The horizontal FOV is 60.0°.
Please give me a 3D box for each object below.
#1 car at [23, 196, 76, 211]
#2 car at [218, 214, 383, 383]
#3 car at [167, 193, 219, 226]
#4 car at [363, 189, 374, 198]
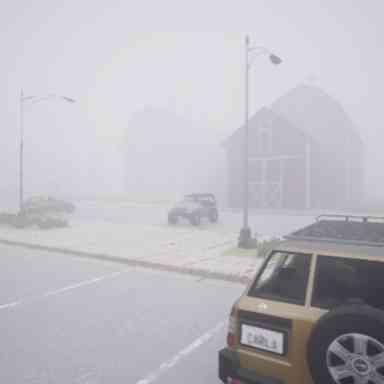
[{"bbox_3d":[-11.678,1.051,27.451,1.816,1.474,4.193,1,1,31],"label":"car"},{"bbox_3d":[2.117,1.268,4.407,1.932,1.855,4.605,1,1,31],"label":"car"},{"bbox_3d":[0.183,1.036,21.012,1.905,1.878,3.866,1,1,31],"label":"car"},{"bbox_3d":[37.541,0.459,71.907,3.866,1.878,1.905,2,-5,-12],"label":"car"}]
